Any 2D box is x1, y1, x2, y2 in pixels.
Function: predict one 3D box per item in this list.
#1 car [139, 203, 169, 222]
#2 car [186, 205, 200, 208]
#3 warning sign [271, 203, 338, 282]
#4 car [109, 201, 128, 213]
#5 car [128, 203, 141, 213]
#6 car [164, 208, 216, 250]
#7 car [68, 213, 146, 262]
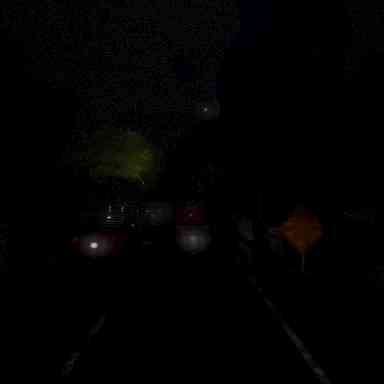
[{"bbox_3d":[-3.187,1.937,30.575,2.128,1.511,4.902,0,-1,0],"label":"car"},{"bbox_3d":[0.067,1.987,31.603,1.812,1.442,4.674,0,-1,0],"label":"car"},{"bbox_3d":[2.827,1.232,8.537,1.300,1.860,1.060,-1,-2,0],"label":"warning sign"},{"bbox_3d":[-9.868,2.031,45.319,2.097,1.767,4.553,0,-1,0],"label":"car"},{"bbox_3d":[-6.625,2.208,44.153,2.033,1.411,5.357,0,-1,0],"label":"car"},{"bbox_3d":[0.073,1.707,15.417,2.128,1.511,4.902,0,-1,0],"label":"car"},{"bbox_3d":[-3.187,1.743,12.883,1.994,1.385,4.181,0,-1,0],"label":"car"}]
